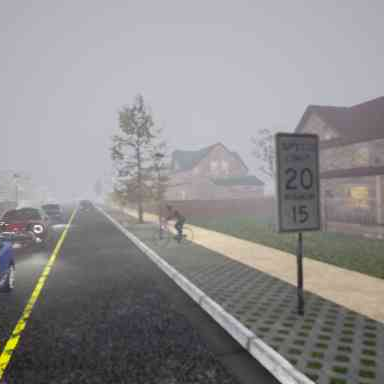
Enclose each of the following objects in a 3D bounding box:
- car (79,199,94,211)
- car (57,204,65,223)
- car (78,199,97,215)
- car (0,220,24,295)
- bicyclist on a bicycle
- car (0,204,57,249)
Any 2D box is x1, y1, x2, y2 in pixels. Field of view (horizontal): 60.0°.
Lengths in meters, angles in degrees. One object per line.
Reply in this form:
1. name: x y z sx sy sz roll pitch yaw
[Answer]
1. car: -15.496 1.831 48.770 1.882 1.535 5.008 -2 0 -18
2. car: -11.690 1.771 27.712 1.837 1.490 4.892 -2 0 -18
3. car: -12.162 1.792 38.571 1.812 1.442 4.674 -2 0 -18
4. car: -4.660 1.589 6.145 1.882 1.535 5.008 -2 0 -18
5. bicyclist on a bicycle: -0.729 1.291 12.959 1.656 1.620 0.582 -2 0 -18
6. car: -7.572 1.525 15.050 2.097 1.767 4.553 -2 0 -18
